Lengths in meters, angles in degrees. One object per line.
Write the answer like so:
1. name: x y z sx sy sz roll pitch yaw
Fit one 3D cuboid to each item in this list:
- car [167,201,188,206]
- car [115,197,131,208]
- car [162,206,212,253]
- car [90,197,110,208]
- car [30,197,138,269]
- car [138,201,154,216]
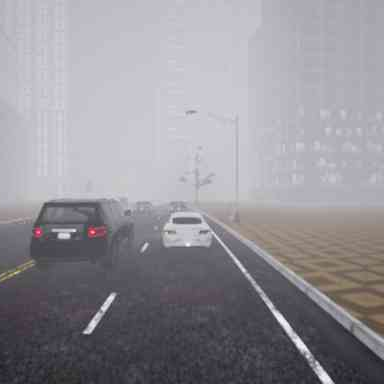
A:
1. car: -1.353 1.521 31.474 2.033 1.411 5.357 0 0 -5
2. car: -9.922 1.472 48.026 1.837 1.490 4.892 0 1 -7
3. car: -0.227 1.515 13.554 1.812 1.442 4.674 0 0 -2
4. car: -13.191 1.520 48.063 2.033 1.411 5.357 0 0 -7
5. car: -3.384 1.215 11.255 2.150 2.045 5.566 0 0 -2
6. car: -4.621 1.524 31.616 2.033 1.411 5.357 0 0 -5
